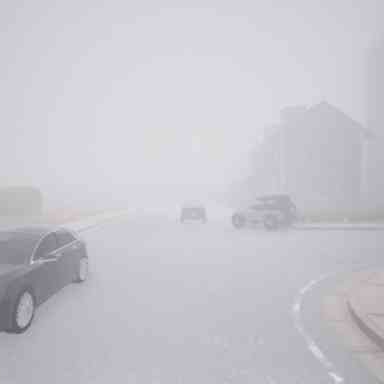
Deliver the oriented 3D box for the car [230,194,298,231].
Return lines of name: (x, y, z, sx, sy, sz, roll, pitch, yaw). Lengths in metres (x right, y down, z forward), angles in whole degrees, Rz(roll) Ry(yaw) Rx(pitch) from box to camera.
car: (4.166, 1.137, 19.428, 1.905, 1.878, 3.866, -8, 3, -42)

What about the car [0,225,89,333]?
car: (-3.591, 1.503, 6.835, 1.837, 1.490, 4.892, 0, 0, 0)

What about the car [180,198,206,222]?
car: (0.092, 1.469, 25.996, 1.882, 1.535, 5.008, 0, 0, 0)

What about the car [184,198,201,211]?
car: (0.104, 1.533, 42.821, 2.033, 1.411, 5.357, 0, 0, 0)
